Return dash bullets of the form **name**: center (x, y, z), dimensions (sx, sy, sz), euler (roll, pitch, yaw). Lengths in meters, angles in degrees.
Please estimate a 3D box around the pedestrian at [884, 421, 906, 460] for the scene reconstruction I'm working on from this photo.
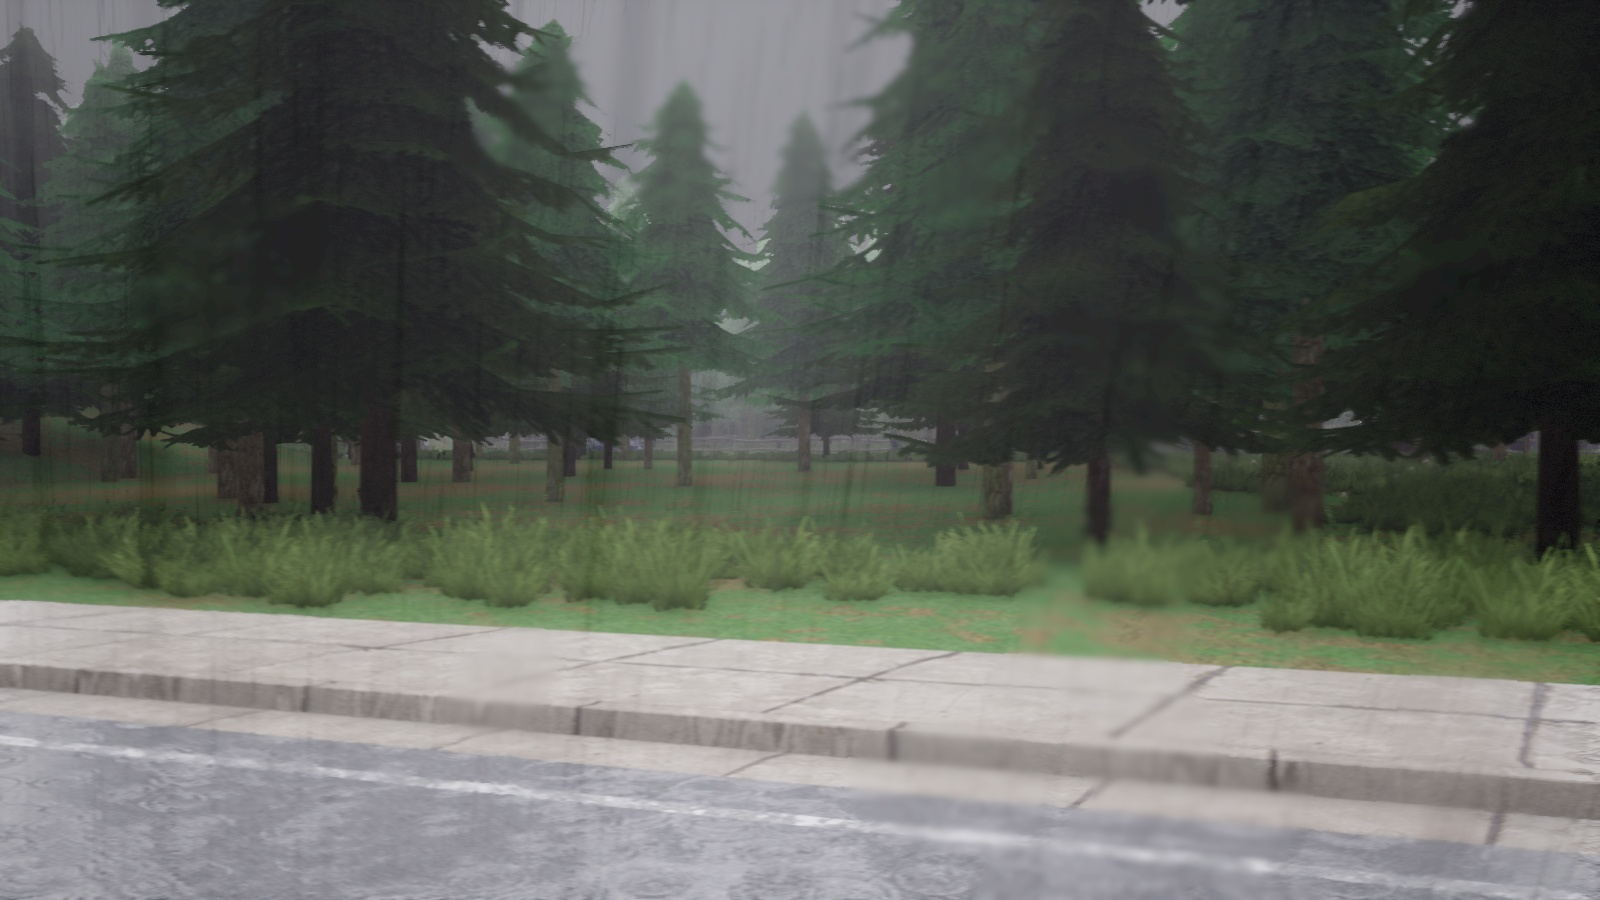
- **pedestrian**: center (4.622, -0.473, 61.091), dimensions (0.900, 1.855, 0.874), euler (1, 1, 19)

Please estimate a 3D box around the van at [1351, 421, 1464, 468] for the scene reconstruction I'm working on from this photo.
- **van**: center (27.228, -0.259, 56.436), dimensions (4.480, 2.038, 2.069), euler (1, 1, 23)

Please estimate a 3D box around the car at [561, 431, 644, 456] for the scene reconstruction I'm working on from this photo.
- **car**: center (-11.834, -0.397, 75.256), dimensions (4.674, 1.442, 1.812), euler (1, 1, 21)
